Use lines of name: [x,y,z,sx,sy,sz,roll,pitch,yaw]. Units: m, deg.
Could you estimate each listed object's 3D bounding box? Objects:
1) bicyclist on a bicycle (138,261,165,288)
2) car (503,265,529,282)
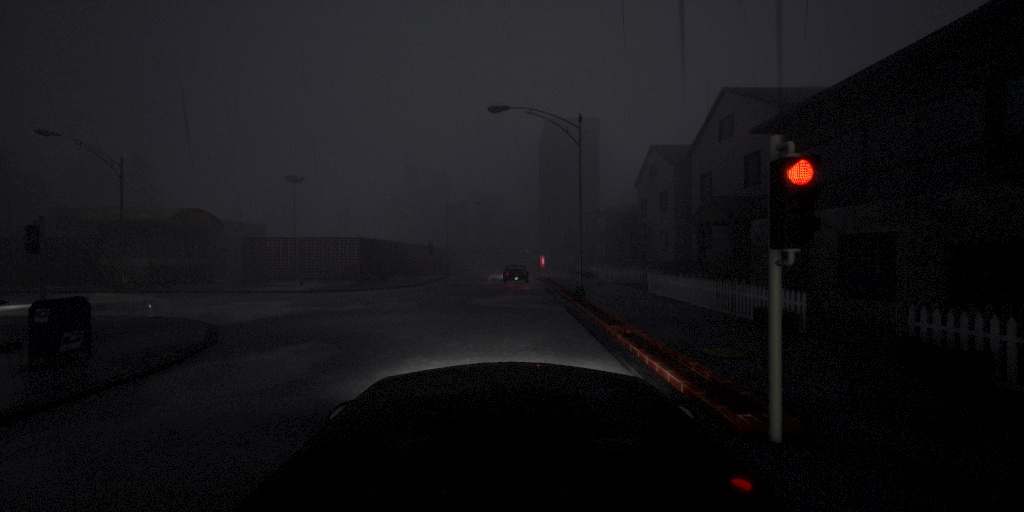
bicyclist on a bicycle: [-21.728,1.099,21.633,0.582,1.620,1.656,0,0,0]
car: [0.236,1.351,28.570,1.895,1.301,4.718,0,0,-2]
